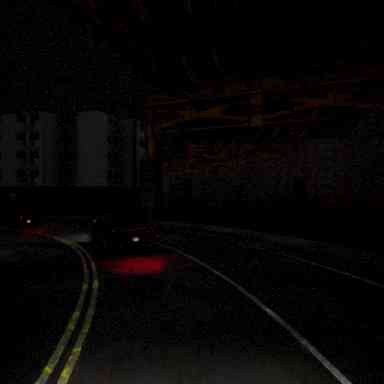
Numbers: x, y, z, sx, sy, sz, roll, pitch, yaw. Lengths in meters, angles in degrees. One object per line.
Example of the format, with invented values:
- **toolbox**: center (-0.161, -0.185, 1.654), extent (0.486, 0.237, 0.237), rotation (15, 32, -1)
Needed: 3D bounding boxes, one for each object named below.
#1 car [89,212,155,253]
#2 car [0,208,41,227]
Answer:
- **car**: center (-3.185, 1.621, 14.572), extent (1.882, 1.535, 5.008), rotation (0, 0, -27)
- **car**: center (-13.720, 1.847, 25.040), extent (4.718, 1.301, 1.895), rotation (0, -1, 28)
